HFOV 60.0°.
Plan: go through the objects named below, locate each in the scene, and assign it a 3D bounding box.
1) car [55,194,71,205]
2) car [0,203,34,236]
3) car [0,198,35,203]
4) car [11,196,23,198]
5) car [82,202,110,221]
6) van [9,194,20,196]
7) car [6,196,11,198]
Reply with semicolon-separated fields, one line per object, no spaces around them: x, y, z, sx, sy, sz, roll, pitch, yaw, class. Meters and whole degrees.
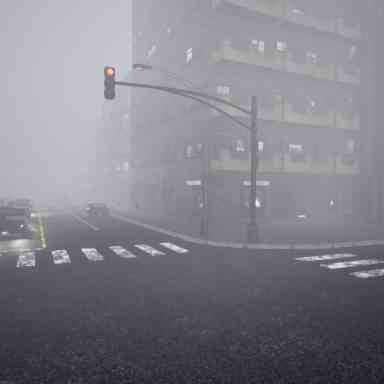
-22.339;1.410;58.104;1.967;1.590;4.097;-1;0;-25;car
-9.905;1.537;18.072;2.033;1.411;5.357;0;0;-25;car
-14.118;1.476;27.087;2.128;1.511;4.902;0;0;-25;car
-18.388;1.485;36.347;1.837;1.490;4.892;0;0;-25;car
-7.911;1.535;27.397;2.008;1.369;4.403;-1;0;-25;car
-32.330;1.311;59.657;1.690;1.788;3.998;-1;0;-25;van
-22.709;1.524;39.186;1.887;1.381;4.507;-1;0;-25;car
